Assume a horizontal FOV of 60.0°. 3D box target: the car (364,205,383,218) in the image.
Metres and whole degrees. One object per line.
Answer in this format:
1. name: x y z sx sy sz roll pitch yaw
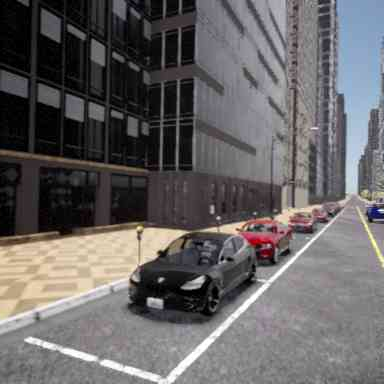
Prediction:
1. car: 25.642 2.686 47.026 2.128 1.511 4.902 1 -1 26

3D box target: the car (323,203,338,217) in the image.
1. car: 17.744 2.541 43.808 1.947 1.339 4.313 1 -1 26

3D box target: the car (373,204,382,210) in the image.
1. car: 45.220 3.628 81.109 1.802 1.307 4.206 1 -1 26

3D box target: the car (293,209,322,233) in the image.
1. car: 7.772 2.069 23.324 1.802 1.307 4.206 1 -1 26

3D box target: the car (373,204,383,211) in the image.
1. car: 42.727 3.481 75.988 2.008 1.369 4.403 1 -1 26

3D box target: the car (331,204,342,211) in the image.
1. car: 30.208 3.153 69.416 1.802 1.307 4.206 1 -1 26

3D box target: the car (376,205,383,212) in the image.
1. car: 37.741 3.248 65.745 2.008 1.369 4.403 1 -1 26

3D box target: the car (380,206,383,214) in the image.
1. car: 32.755 3.011 55.502 2.008 1.369 4.403 1 -1 26

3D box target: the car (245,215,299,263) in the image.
1. car: 2.787 1.783 13.082 1.887 1.381 4.507 1 -1 26

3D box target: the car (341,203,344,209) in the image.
1. car: 25.227 2.650 59.176 2.192 1.841 5.009 1 -1 26

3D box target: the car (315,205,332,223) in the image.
1. car: 12.757 2.315 33.567 1.802 1.307 4.206 1 -1 26

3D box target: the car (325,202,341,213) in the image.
1. car: 20.242 2.411 48.933 2.192 1.841 5.009 1 -1 26

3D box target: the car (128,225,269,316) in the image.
1. car: 0.294 1.679 7.960 1.947 1.339 4.313 1 -1 26

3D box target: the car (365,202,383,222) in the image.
1. car: 19.757 2.131 34.905 2.150 2.045 5.566 1 -1 27

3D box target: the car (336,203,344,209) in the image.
1. car: 37.614 3.442 84.628 1.752 1.417 4.829 1 -1 26
